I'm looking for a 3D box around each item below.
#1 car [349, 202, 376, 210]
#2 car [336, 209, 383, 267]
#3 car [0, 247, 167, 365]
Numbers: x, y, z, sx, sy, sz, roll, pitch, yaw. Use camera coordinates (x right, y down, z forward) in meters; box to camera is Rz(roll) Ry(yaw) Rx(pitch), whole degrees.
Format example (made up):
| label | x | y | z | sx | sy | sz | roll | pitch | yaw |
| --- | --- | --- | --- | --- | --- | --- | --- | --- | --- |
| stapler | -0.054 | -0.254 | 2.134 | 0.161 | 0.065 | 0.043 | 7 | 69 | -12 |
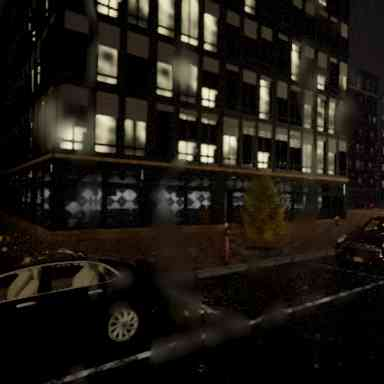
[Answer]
| label | x | y | z | sx | sy | sz | roll | pitch | yaw |
| --- | --- | --- | --- | --- | --- | --- | --- | --- | --- |
| car | 29.455 | 2.413 | 57.565 | 1.802 | 1.307 | 4.206 | 1 | -1 | -35 |
| car | 6.732 | 1.570 | 11.360 | 4.097 | 1.590 | 1.967 | 1 | 0 | -36 |
| car | -2.473 | 1.559 | 4.783 | 4.403 | 1.369 | 2.008 | 1 | 0 | -36 |
